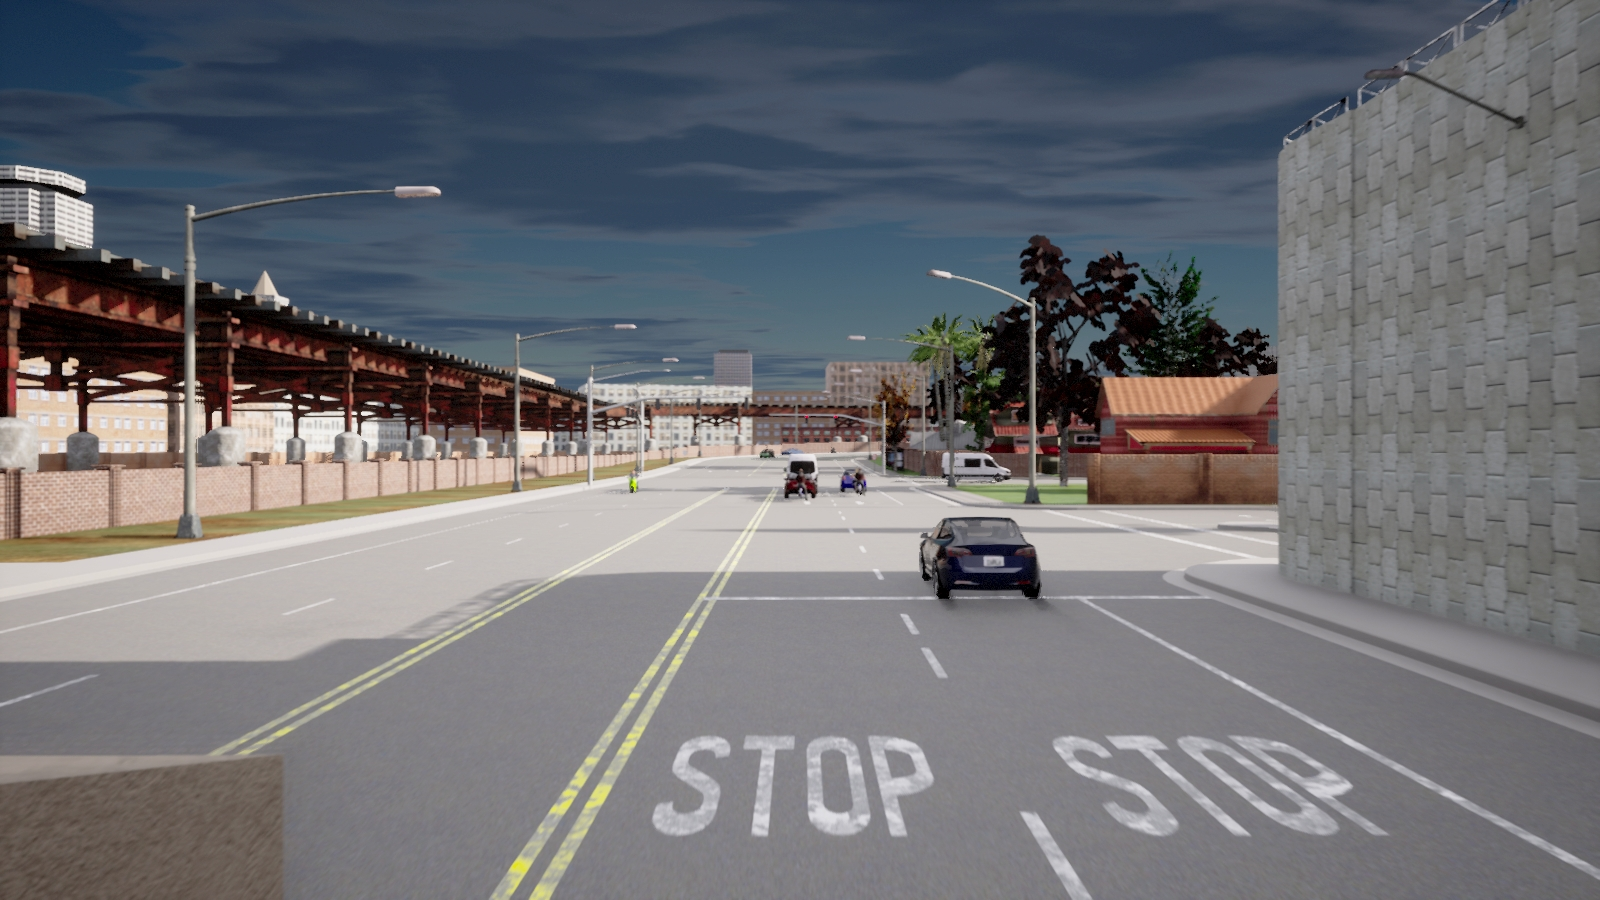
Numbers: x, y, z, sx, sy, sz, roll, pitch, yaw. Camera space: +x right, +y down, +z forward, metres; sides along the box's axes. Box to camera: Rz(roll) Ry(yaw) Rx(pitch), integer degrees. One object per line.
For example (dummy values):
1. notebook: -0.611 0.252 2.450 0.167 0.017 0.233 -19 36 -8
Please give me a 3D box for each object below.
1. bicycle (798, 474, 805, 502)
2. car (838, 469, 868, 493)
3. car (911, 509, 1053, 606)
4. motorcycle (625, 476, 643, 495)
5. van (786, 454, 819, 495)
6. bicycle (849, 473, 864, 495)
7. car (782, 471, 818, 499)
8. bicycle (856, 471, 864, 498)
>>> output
1. bicycle: 0.092 2.035 61.555 0.329 1.496 1.835 -1 0 0
2. car: 3.518 2.026 76.061 1.845 1.501 3.633 0 0 0
3. car: 3.519 2.059 23.008 2.163 1.488 4.792 0 0 1
4. motorcycle: -10.450 2.201 71.924 0.803 1.145 2.033 0 0 0
5. van: 0.118 1.522 73.742 1.988 2.561 5.915 0 0 -1
6. bicycle: 3.547 2.134 71.466 0.859 1.301 1.487 0 0 0
7. car: 0.007 2.029 66.762 2.007 1.525 4.514 0 0 0
8. bicycle: 3.555 2.037 67.837 0.329 1.496 1.835 0 0 0
